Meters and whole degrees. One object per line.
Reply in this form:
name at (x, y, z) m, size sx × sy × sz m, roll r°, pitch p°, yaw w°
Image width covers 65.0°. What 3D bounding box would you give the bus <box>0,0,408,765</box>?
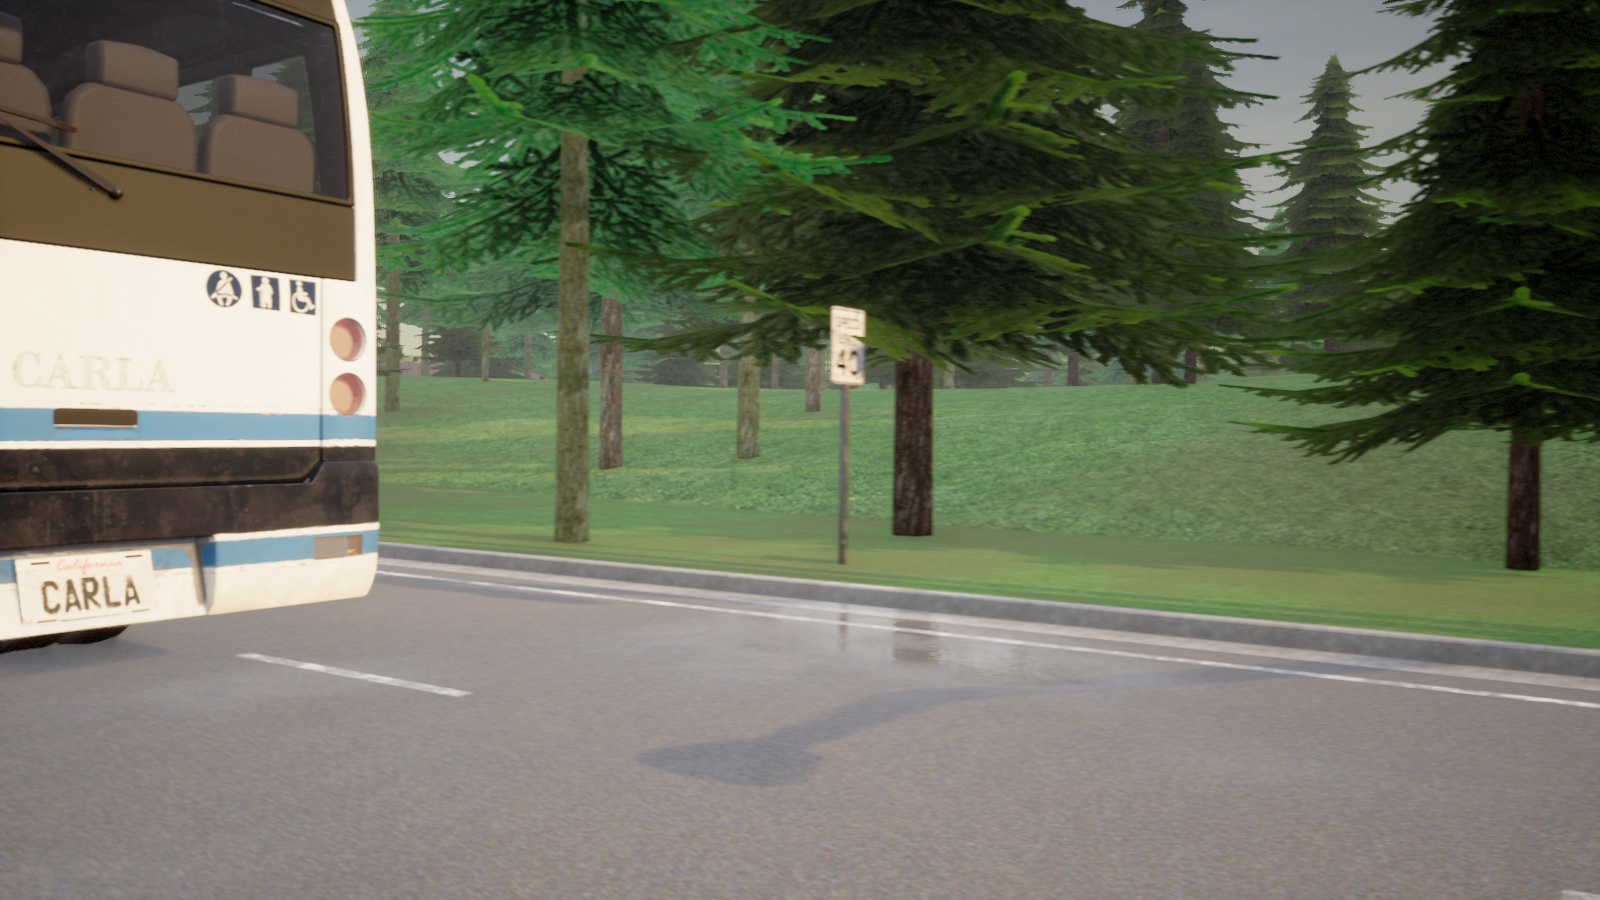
bus at (-7.750, -0.714, 8.744) m, size 10.273 × 4.253 × 3.944 m, roll 0°, pitch 1°, yaw 34°
